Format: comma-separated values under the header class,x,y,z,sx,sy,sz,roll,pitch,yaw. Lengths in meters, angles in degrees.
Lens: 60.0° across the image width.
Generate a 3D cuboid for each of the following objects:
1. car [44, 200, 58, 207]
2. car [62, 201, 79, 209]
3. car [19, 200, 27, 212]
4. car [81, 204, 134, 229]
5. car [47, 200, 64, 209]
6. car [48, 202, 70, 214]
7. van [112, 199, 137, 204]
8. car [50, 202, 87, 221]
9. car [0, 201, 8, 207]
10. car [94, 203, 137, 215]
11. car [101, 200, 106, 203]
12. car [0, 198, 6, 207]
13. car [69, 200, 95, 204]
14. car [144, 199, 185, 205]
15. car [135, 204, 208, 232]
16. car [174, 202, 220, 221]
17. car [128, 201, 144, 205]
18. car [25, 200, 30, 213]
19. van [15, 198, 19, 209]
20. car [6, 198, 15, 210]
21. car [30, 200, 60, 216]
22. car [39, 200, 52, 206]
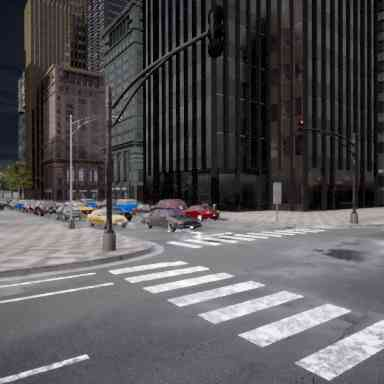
class,x,y,z,sx,sy,sz,roll,pitch,yaw
car,-31.824,2.593,74.905,1.947,1.339,4.313,-1,0,-35
car,-22.762,2.405,62.199,1.802,1.307,4.206,-1,0,-35
car,-23.400,2.155,48.407,1.967,1.590,4.097,-1,0,-35
car,-6.277,1.842,24.403,1.752,1.417,4.829,-1,0,-35
car,-25.024,2.314,60.791,1.882,1.535,5.008,0,-1,-35
car,-18.652,2.171,46.433,1.812,1.442,4.674,0,-1,-35
van,-8.279,1.831,41.919,1.690,1.788,3.998,-1,0,-35
car,-12.049,2.003,32.496,2.008,1.369,4.403,-1,0,-35
car,-44.502,2.769,77.998,1.802,1.307,4.206,-1,0,-35
car,-7.133,1.978,30.204,1.895,1.301,4.718,0,-1,-36
car,-11.228,1.874,46.064,2.192,1.841,5.009,-1,0,-35
car,-41.381,2.665,73.620,1.887,1.381,4.507,-1,0,-35
car,-12.801,1.987,38.168,1.882,1.535,5.008,0,-1,-35
car,-2.381,1.667,33.629,2.192,1.841,5.009,-1,0,-35
car,-1.565,1.793,22.397,2.033,1.411,5.357,0,-1,-36
car,0.573,1.827,29.484,1.887,1.381,4.507,-1,0,-35
car,-5.324,2.003,37.774,1.802,1.307,4.206,-1,0,-35
car,-20.561,2.195,44.430,1.887,1.381,4.507,-1,0,-35
van,-26.239,2.121,52.385,1.690,1.788,3.998,-1,0,-35
car,-32.015,2.352,60.486,1.967,1.590,4.097,-1,0,-35
car,-17.729,1.899,40.452,2.192,1.841,5.009,-1,0,-35
car,-34.846,2.658,79.141,1.947,1.339,4.313,-1,0,-35
